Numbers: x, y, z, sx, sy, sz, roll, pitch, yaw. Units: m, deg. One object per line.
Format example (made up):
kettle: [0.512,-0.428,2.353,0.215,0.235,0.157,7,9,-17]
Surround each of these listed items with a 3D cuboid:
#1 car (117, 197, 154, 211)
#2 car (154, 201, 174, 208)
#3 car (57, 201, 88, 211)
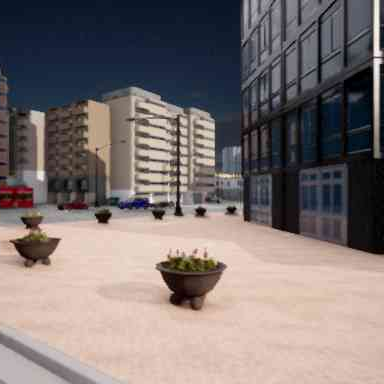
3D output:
car: [-9.029,1.783,51.908,2.150,2.045,5.566,0,-1,36]
car: [-5.557,2.338,62.561,2.033,1.411,5.357,0,-1,36]
car: [-16.859,1.988,47.052,1.994,1.385,4.181,0,-1,36]
